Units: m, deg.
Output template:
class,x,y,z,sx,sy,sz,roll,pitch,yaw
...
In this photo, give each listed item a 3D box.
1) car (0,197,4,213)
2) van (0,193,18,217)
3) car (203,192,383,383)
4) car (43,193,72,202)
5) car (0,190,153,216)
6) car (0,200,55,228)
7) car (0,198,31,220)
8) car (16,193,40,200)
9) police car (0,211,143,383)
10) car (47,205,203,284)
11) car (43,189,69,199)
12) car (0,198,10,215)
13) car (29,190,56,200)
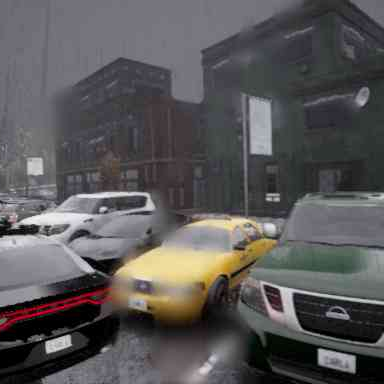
class,x,y,z,sx,sy,sz,roll,pitch,yaw
car,-21.390,1.354,32.133,1.946,1.575,5.366,0,1,28
van,-17.270,1.110,27.902,1.878,1.987,4.442,-1,1,28
car,2.537,1.040,5.240,2.435,2.045,5.566,0,1,28
car,-24.078,0.910,59.403,4.792,1.488,2.163,0,2,27
car,-3.429,1.046,12.001,2.435,2.045,5.566,0,1,29
car,-11.351,1.357,21.046,2.002,1.452,4.674,0,1,29
car,-15.336,1.331,25.547,2.097,1.535,5.008,-1,1,29
car,-35.547,0.968,71.882,4.792,1.488,2.163,-2,1,27
police car,-3.099,1.373,5.381,1.930,1.638,5.238,-3,2,-41
car,-1.443,1.324,9.750,2.163,1.488,4.792,0,1,29
car,-31.081,0.484,75.995,5.566,2.045,2.435,-2,0,27
car,-19.303,1.386,30.052,2.002,1.452,4.674,0,1,28
car,-33.347,0.587,73.940,5.566,2.045,2.435,-2,1,27
